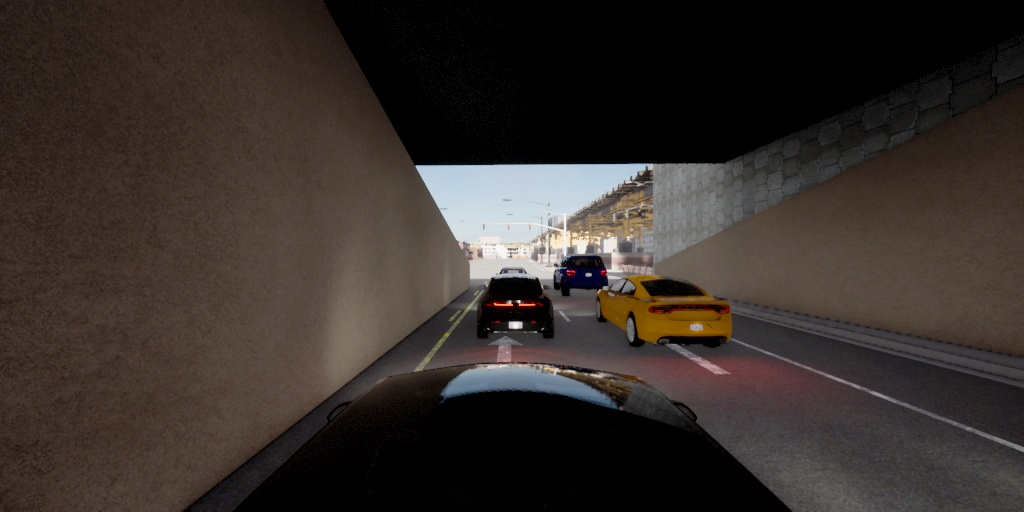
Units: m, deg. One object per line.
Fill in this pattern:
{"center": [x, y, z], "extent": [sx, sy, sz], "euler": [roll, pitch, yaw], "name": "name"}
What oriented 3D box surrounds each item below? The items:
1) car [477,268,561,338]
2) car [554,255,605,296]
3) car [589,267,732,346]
{"center": [0.076, 1.255, 10.211], "extent": [1.837, 1.490, 4.892], "euler": [0, 0, 0], "name": "car"}
{"center": [3.567, 0.971, 19.382], "extent": [2.150, 2.045, 5.566], "euler": [0, 0, 0], "name": "car"}
{"center": [3.573, 1.227, 9.413], "extent": [1.882, 1.535, 5.008], "euler": [0, 0, 0], "name": "car"}
